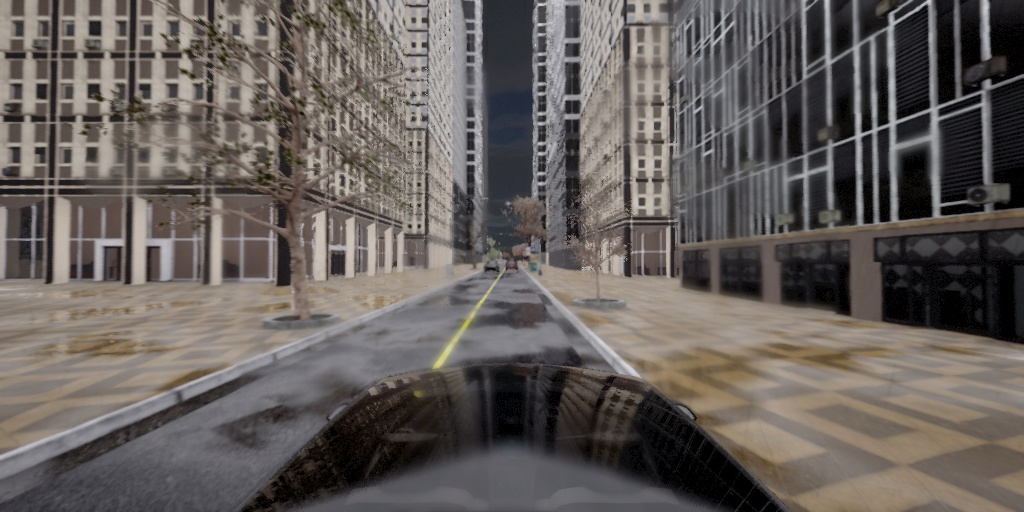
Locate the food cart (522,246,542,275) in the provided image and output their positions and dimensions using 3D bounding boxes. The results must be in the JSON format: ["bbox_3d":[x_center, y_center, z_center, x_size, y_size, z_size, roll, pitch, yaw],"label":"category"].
[{"bbox_3d":[3.003,0.525,50.035,2.280,3.560,4.660,0,0,0],"label":"food cart"}]

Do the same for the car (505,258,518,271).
[{"bbox_3d":[-0.009,1.469,58.927,2.097,1.767,4.553,0,0,0],"label":"car"}]

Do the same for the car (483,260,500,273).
[{"bbox_3d":[-2.810,1.415,50.343,2.097,1.767,4.553,0,0,1],"label":"car"}]
